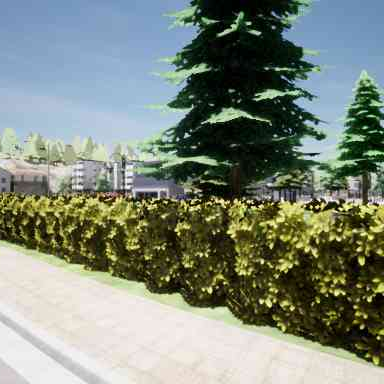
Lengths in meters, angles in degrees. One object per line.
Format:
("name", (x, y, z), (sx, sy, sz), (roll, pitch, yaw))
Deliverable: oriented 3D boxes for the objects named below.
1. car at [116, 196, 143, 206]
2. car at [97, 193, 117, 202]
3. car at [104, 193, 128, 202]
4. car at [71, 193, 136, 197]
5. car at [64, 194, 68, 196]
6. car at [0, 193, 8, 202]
("car", (-10.068, 1.384, 53.349), (1.970, 1.475, 3.806), (0, 0, 44))
("car", (-18.225, 1.077, 71.435), (1.905, 1.878, 3.866), (0, 0, 44))
("car", (-15.867, 1.097, 69.687), (1.932, 1.855, 4.605), (0, 0, 44))
("car", (-8.090, 1.221, 31.073), (2.150, 2.045, 5.566), (0, 0, 44))
("car", (-27.333, 1.154, 80.420), (2.152, 1.636, 5.027), (0, 0, 44))
("car", (-41.776, 1.097, 70.250), (1.932, 1.855, 4.605), (0, 0, 44))
